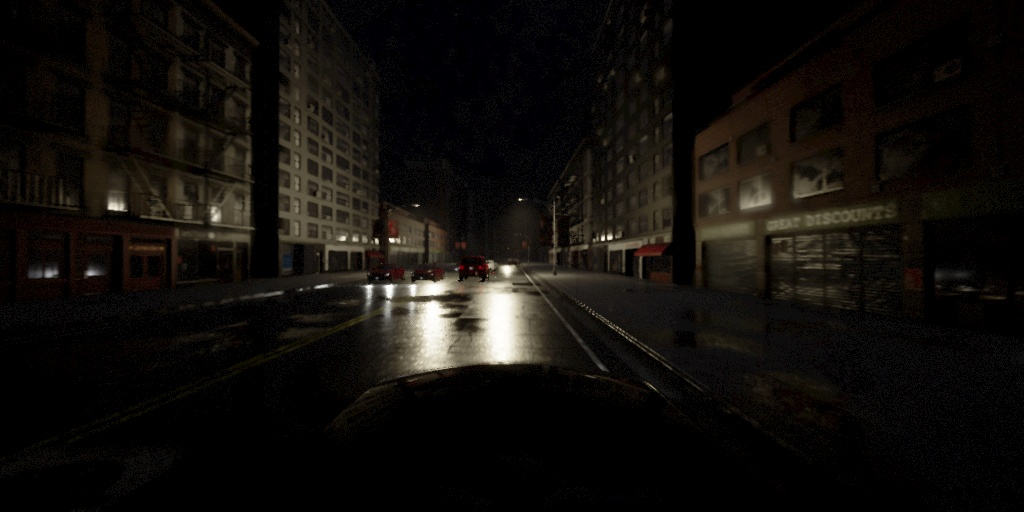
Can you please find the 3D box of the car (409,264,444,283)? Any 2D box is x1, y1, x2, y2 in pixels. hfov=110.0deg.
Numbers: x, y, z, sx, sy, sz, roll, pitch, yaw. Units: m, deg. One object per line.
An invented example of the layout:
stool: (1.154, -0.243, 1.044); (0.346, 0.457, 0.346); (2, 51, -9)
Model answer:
car: (-6.606, 1.347, 28.448); (1.812, 1.442, 4.674); (0, 0, 0)

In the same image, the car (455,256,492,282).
car: (-3.162, 1.049, 30.391); (2.150, 2.045, 5.566); (0, 0, 0)

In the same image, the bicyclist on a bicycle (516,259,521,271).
bicyclist on a bicycle: (0.872, 1.256, 51.319); (0.659, 1.776, 1.843); (0, 0, 0)

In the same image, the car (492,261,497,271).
car: (-3.170, 1.409, 50.619); (1.812, 1.442, 4.674); (0, 0, 0)

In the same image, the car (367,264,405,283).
car: (-9.859, 1.346, 28.509); (1.812, 1.442, 4.674); (0, 0, 0)
